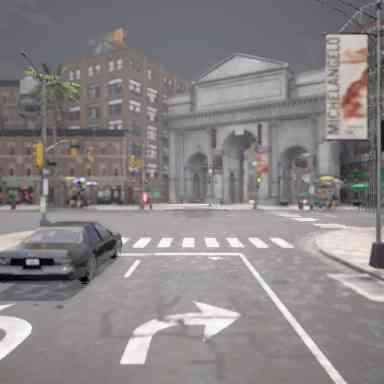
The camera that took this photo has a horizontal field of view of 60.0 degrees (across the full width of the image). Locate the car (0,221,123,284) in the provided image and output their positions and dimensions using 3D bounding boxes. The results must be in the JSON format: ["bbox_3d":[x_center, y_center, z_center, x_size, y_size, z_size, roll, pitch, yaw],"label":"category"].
[{"bbox_3d":[-3.410,1.546,9.636,2.033,1.411,5.357,0,0,0],"label":"car"}]
